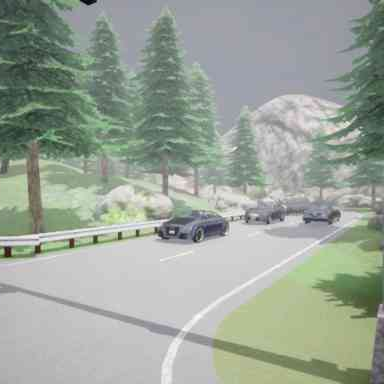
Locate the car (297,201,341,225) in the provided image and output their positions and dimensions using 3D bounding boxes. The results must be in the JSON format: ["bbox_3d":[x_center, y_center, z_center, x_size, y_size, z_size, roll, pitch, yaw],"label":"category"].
[{"bbox_3d":[9.648,1.609,24.544,2.033,1.411,5.357,0,0,32],"label":"car"}]

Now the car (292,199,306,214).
[{"bbox_3d":[10.734,1.532,33.504,1.837,1.490,4.892,0,0,25],"label":"car"}]

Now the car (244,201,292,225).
[{"bbox_3d":[5.494,1.511,24.732,2.128,1.511,4.902,0,0,32],"label":"car"}]

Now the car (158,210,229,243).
[{"bbox_3d":[0.178,1.576,16.327,1.994,1.385,4.181,0,0,32],"label":"car"}]
